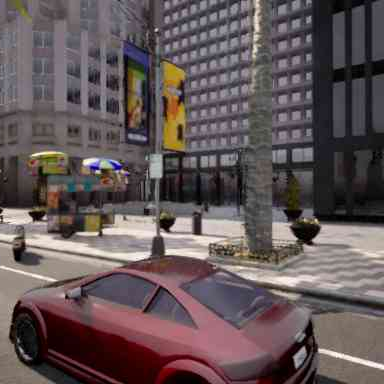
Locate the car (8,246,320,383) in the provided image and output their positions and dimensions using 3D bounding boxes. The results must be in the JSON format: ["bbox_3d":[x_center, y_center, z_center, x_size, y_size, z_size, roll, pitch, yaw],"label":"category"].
[{"bbox_3d":[-0.575,1.576,4.400,4.181,1.385,1.994,0,0,35],"label":"car"}]
